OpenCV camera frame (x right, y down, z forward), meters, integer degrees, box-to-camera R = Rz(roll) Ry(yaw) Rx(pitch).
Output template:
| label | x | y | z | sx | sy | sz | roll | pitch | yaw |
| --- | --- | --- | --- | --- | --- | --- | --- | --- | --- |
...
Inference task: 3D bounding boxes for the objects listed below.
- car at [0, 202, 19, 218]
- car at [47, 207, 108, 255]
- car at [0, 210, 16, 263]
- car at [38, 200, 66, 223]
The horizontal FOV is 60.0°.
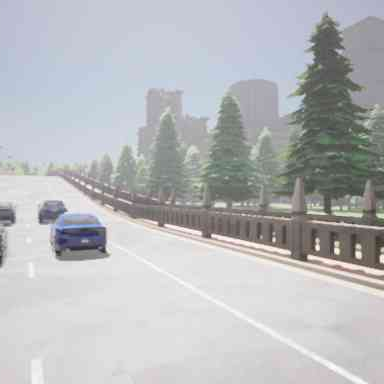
| label | x | y | z | sx | sy | sz | roll | pitch | yaw |
| --- | --- | --- | --- | --- | --- | --- | --- | --- | --- |
| car | -14.426 | 1.495 | 25.349 | 2.128 | 1.511 | 4.902 | 0 | 2 | -26 |
| car | -4.953 | 1.640 | 14.262 | 1.882 | 1.535 | 5.008 | 0 | 0 | -26 |
| car | -7.757 | 1.627 | 12.026 | 2.128 | 1.511 | 4.902 | 0 | -1 | -26 |
| car | -11.280 | 1.376 | 26.886 | 2.097 | 1.767 | 4.553 | 0 | 2 | -26 |
